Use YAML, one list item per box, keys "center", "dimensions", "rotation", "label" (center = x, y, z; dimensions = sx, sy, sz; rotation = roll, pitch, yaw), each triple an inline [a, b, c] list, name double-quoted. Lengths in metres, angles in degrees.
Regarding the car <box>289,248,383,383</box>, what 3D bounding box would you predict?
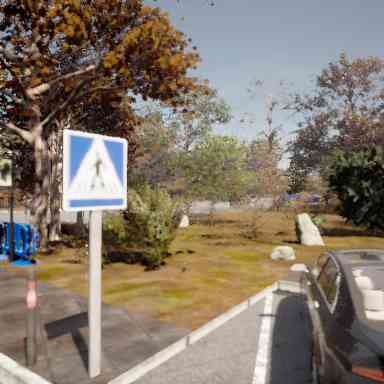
- center: [2.447, 1.486, 4.373]
  dimensions: [2.231, 1.521, 4.892]
  rotation: [1, 0, 15]
  label: "car"
